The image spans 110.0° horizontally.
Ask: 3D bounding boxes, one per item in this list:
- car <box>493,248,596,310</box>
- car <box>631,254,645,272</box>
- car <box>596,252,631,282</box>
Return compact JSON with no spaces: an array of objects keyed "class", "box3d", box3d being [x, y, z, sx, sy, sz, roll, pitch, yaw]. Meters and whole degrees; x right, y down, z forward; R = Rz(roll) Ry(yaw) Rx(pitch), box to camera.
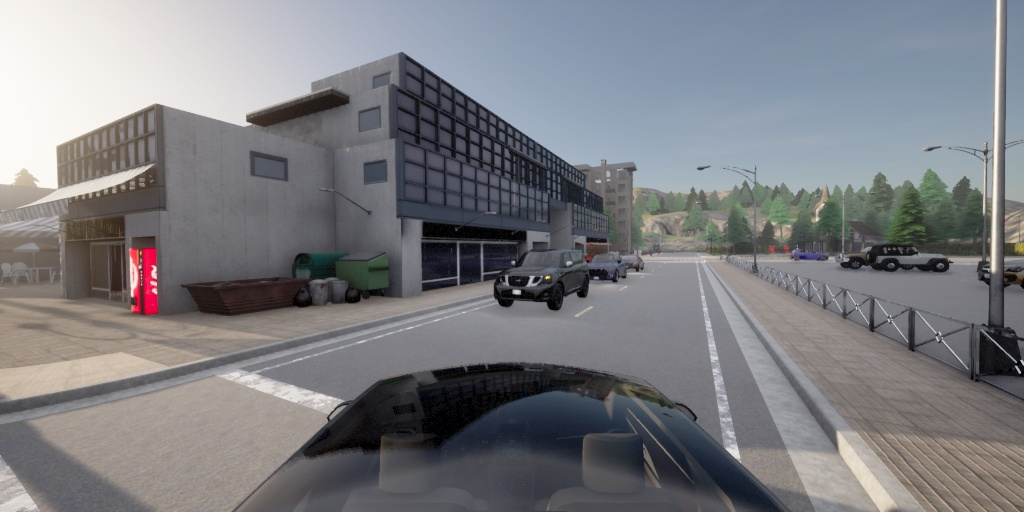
[{"class":"car","box3d":[1.398,0.733,13.841,2.150,2.045,5.566,0,1,27]},{"class":"car","box3d":[10.494,0.567,31.730,1.812,1.442,4.674,0,1,27]},{"class":"car","box3d":[5.854,0.633,22.611,2.097,1.767,4.553,0,1,27]}]
